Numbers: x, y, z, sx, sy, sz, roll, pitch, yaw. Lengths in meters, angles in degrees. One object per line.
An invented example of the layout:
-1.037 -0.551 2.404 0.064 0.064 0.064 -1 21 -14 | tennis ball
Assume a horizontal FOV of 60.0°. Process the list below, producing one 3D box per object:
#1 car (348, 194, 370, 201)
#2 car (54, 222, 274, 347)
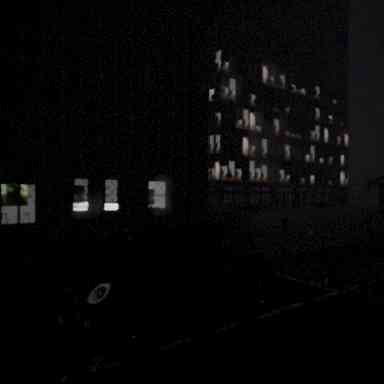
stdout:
40.716 1.374 81.328 2.192 1.841 5.009 0 -1 -35 | car
-0.387 1.435 6.274 4.097 1.590 1.967 0 1 -35 | car
